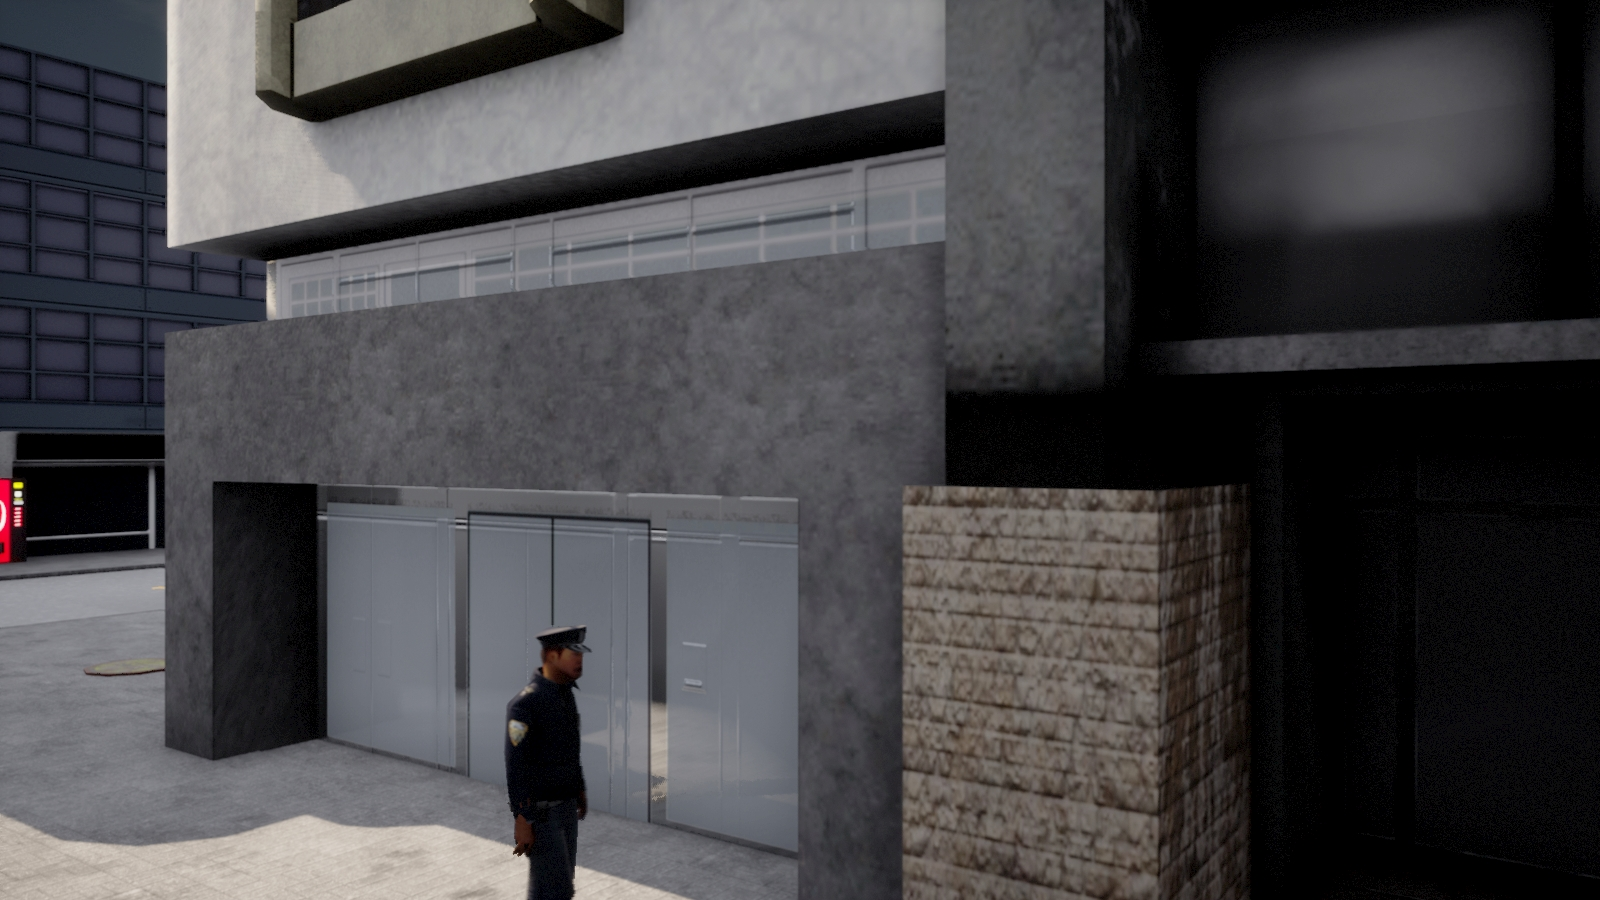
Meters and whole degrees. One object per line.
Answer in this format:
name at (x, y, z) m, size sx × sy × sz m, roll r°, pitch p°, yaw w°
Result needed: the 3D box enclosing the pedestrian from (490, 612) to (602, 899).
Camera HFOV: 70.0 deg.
pedestrian at (-1.221, 1.749, 5.515) m, size 0.375 × 1.860 × 0.375 m, roll 0°, pitch 0°, yaw 23°
